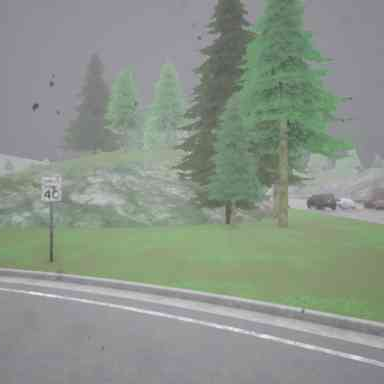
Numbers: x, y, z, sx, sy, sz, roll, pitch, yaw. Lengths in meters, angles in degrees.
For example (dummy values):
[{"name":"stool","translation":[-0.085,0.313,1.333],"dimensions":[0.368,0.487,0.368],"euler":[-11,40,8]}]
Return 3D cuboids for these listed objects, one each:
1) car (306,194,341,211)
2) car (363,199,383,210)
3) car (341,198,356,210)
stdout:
[{"name":"car","translation":[16.157,1.219,41.695],"dimensions":[2.150,2.045,5.566],"euler":[0,0,2]},{"name":"car","translation":[23.158,1.563,41.627],"dimensions":[1.994,1.385,4.181],"euler":[0,0,2]},{"name":"car","translation":[19.713,1.524,43.435],"dimensions":[1.812,1.442,4.674],"euler":[0,0,2]}]
